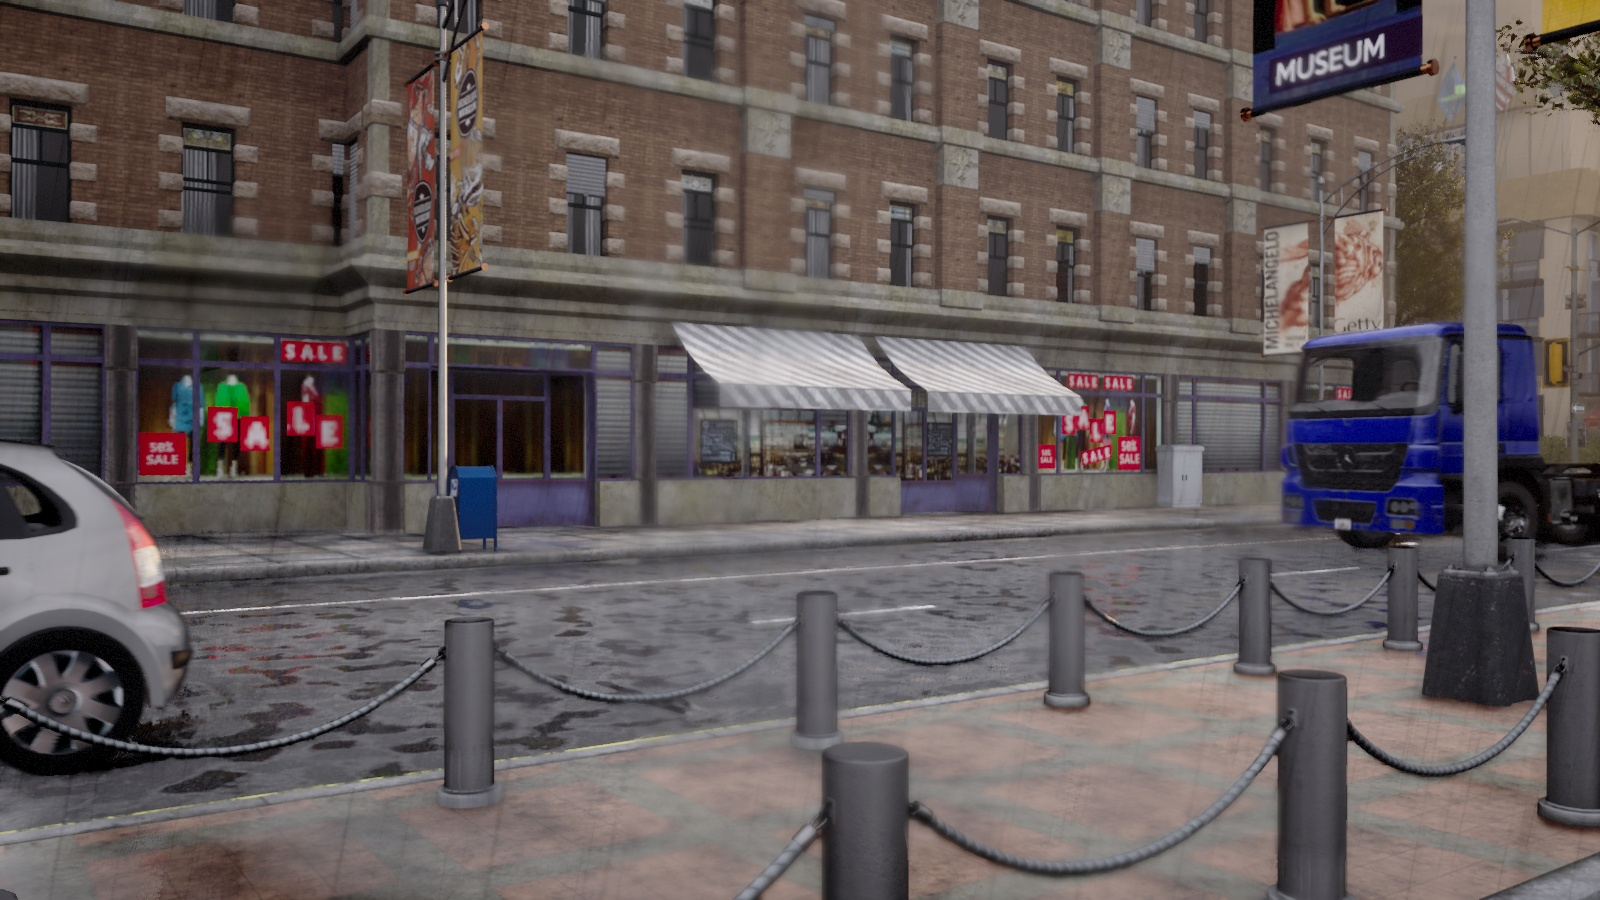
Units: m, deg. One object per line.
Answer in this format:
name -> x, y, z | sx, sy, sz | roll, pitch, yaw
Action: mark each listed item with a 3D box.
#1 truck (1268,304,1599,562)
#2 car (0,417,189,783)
truck -> 11.521, -0.228, 19.635 | 7.936, 3.462, 2.891 | 0, 0, -21
car -> -5.080, 0.668, 5.606 | 3.988, 1.617, 1.851 | 0, 0, -35
